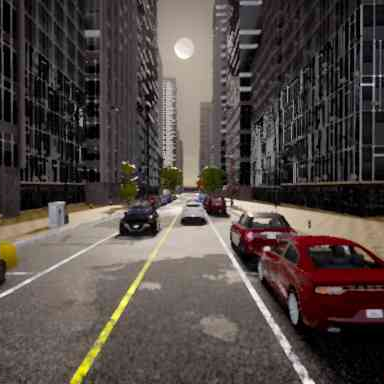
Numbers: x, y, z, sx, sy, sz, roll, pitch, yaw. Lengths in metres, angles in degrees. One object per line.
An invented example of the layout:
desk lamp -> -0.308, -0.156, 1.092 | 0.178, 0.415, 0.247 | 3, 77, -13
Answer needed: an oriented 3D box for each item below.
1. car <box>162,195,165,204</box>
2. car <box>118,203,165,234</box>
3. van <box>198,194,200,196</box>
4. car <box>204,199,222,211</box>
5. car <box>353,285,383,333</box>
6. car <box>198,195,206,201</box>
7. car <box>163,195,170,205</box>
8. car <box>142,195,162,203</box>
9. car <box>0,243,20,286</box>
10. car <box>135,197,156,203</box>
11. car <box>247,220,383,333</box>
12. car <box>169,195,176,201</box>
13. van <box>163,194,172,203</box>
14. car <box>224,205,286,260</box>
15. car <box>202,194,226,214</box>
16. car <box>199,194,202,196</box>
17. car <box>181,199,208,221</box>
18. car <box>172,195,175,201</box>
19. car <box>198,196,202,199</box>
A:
car -> -5.330, 1.566, 46.337 | 2.008, 1.369, 4.403 | -1, 0, 0
car -> -2.852, 1.567, 18.988 | 1.994, 1.385, 4.181 | 0, 0, 0
van -> 2.544, 1.377, 74.612 | 1.690, 1.788, 3.998 | -1, 0, 0
car -> 2.518, 1.594, 40.719 | 1.802, 1.307, 4.206 | -1, 0, 0
car -> 2.521, 1.582, 1.177 | 1.802, 1.307, 4.206 | -1, 0, 0
car -> 2.546, 1.597, 85.909 | 2.008, 1.369, 4.403 | -1, 0, 0
car -> -5.331, 1.605, 57.635 | 1.802, 1.307, 4.206 | -1, 0, 0
car -> -5.333, 1.327, 40.689 | 2.192, 1.841, 5.009 | -1, 0, 0
car -> -5.327, 1.526, 6.628 | 1.752, 1.417, 4.829 | -1, 0, 0
car -> -5.329, 1.559, 35.040 | 2.008, 1.369, 4.403 | -1, 0, 0
car -> 2.520, 1.546, 6.826 | 1.887, 1.381, 4.507 | -1, 0, 0
car -> -5.337, 1.596, 91.527 | 1.887, 1.381, 4.507 | -1, 0, 0
van -> -5.335, 1.368, 63.283 | 1.690, 1.788, 3.998 | -1, 0, 0
car -> 2.518, 1.442, 12.475 | 1.967, 1.590, 4.097 | -1, 0, 0
car -> 2.514, 1.324, 35.071 | 2.192, 1.841, 5.009 | -1, 0, 0
car -> 2.514, 1.330, 46.368 | 2.192, 1.841, 5.009 | -1, 0, 0
car -> 0.094, 1.531, 27.070 | 1.812, 1.442, 4.674 | 0, 0, 0
car -> -5.336, 1.346, 68.932 | 2.192, 1.841, 5.009 | -1, 0, 0
car -> 0.095, 1.577, 43.626 | 1.994, 1.385, 4.181 | 0, 0, 0
